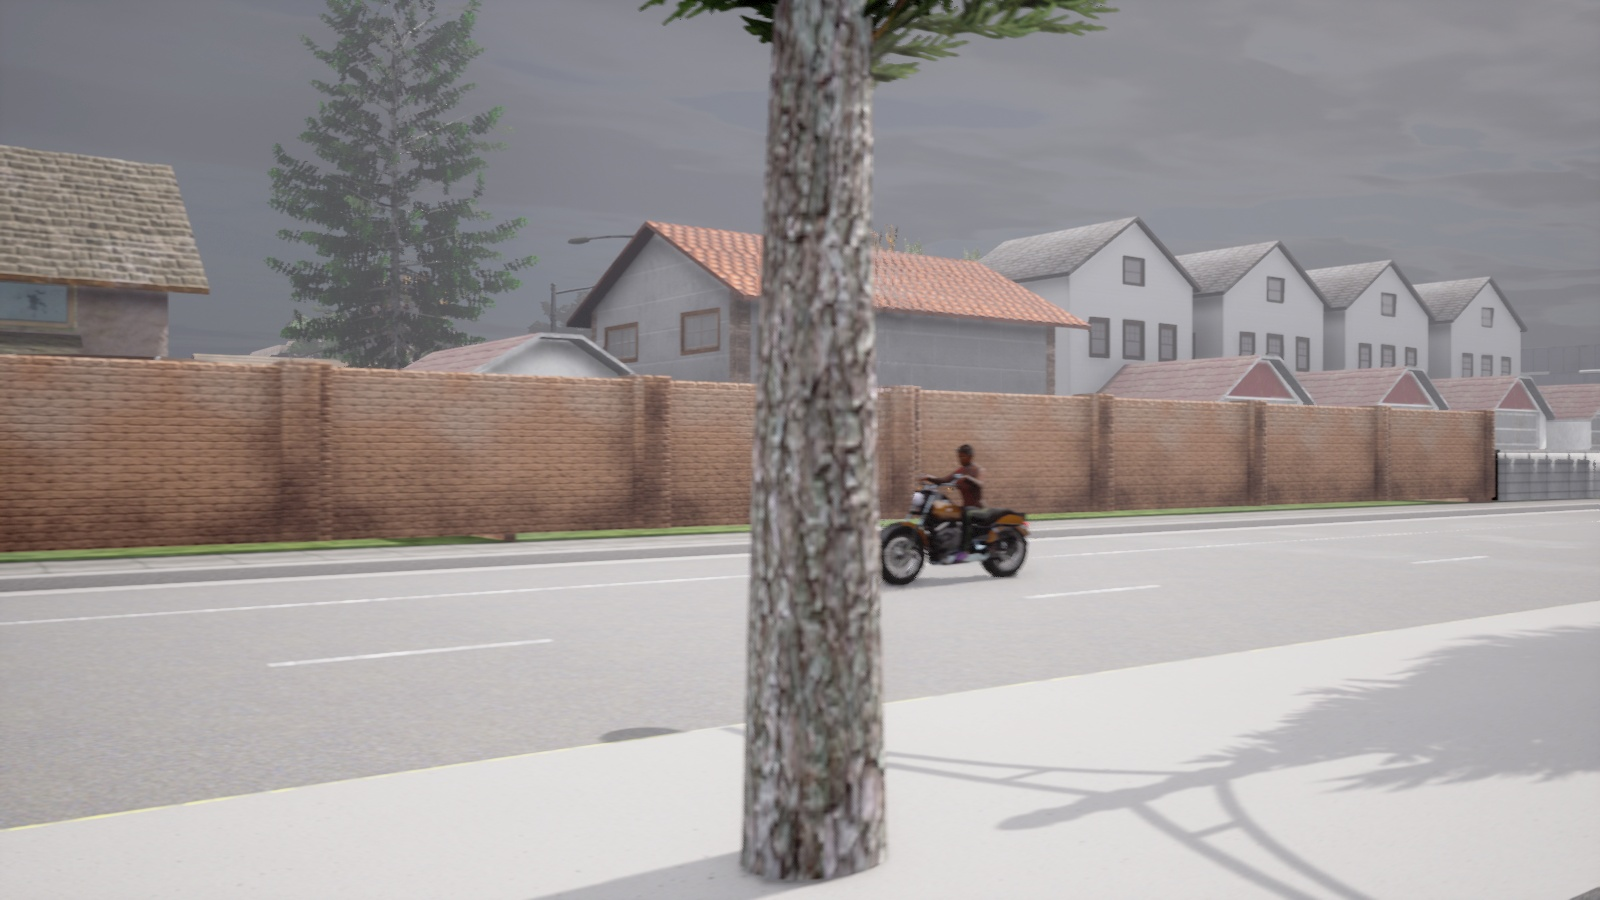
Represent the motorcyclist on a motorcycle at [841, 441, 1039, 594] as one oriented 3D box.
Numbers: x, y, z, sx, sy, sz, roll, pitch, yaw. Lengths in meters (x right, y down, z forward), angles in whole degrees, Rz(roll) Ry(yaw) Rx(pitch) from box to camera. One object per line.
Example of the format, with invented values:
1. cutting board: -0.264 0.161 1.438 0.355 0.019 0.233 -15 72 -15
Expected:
1. motorcyclist on a motorcycle: 1.648 0.727 14.553 2.350 1.649 0.766 0 0 -35
